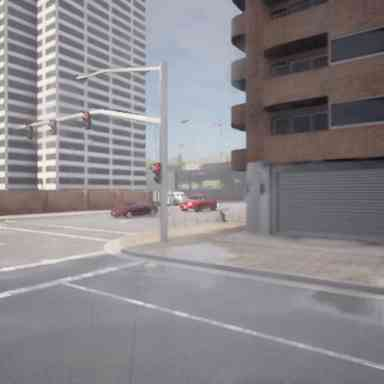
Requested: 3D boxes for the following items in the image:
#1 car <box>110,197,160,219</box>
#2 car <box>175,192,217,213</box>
[{"bbox_3d":[-5.309,1.568,30.885,1.882,1.535,5.008,0,0,35],"label":"car"},{"bbox_3d":[0.827,1.312,39.556,2.150,2.045,5.566,0,0,36],"label":"car"}]
